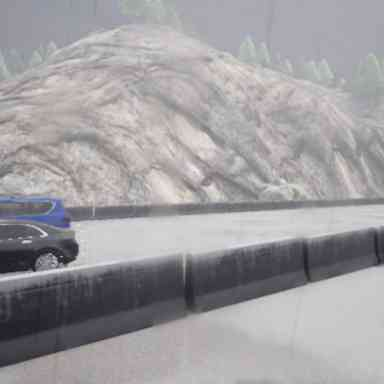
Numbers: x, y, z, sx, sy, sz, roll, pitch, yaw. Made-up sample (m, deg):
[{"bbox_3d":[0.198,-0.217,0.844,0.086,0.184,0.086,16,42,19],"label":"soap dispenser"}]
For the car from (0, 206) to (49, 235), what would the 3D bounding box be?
[{"bbox_3d":[-10.737,1.540,17.830,5.357,1.411,2.033,0,0,-36],"label":"car"}]

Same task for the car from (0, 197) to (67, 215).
[{"bbox_3d":[-7.147,1.217,11.792,5.566,2.045,2.150,0,0,-36],"label":"car"}]

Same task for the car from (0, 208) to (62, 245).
[{"bbox_3d":[-8.879,1.541,14.856,5.357,1.411,2.033,0,0,-36],"label":"car"}]

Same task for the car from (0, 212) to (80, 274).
[{"bbox_3d":[-5.485,1.503,8.678,4.892,1.490,1.837,0,0,-36],"label":"car"}]
